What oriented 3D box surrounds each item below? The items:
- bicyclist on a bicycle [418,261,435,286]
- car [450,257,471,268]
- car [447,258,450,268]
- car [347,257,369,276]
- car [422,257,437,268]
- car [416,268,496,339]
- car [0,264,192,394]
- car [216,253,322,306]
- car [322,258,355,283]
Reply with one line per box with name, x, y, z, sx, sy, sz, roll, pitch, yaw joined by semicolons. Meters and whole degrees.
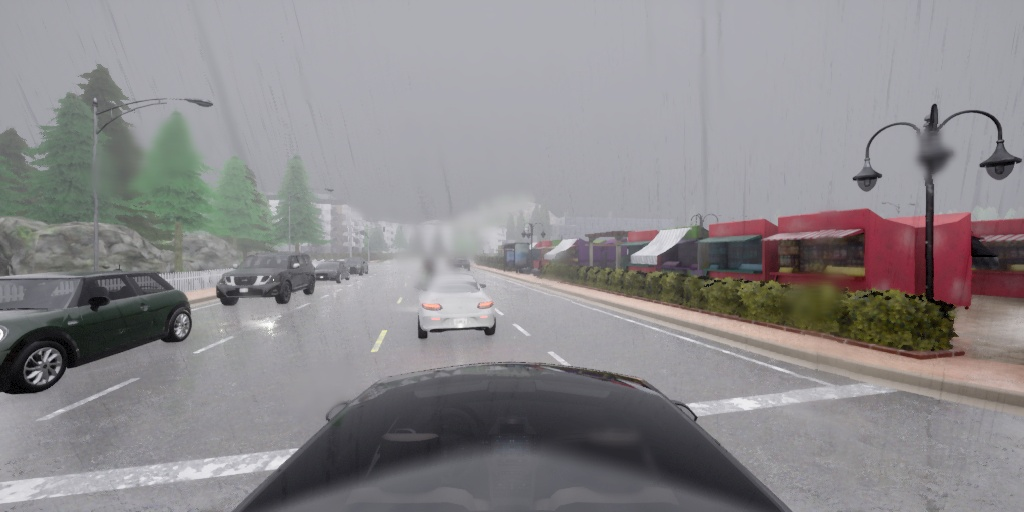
bicyclist on a bicycle;-4.626;1.079;19.737;0.582;1.620;1.656;0;1;24
car;-5.955;0.966;42.330;1.837;1.490;4.892;0;0;-14
car;-8.291;0.872;51.372;1.882;1.535;5.008;0;0;-14
car;-14.730;0.877;33.312;2.097;1.767;4.553;0;0;-14
car;-11.681;0.903;50.825;1.837;1.490;4.892;0;0;-14
car;-1.631;1.224;9.936;1.812;1.442;4.674;0;0;-13
car;-8.115;1.076;6.332;2.097;1.767;4.553;0;0;-13
car;-10.412;0.876;15.741;2.150;2.045;5.566;0;0;-14
car;-12.778;1.089;25.345;1.837;1.490;4.892;0;0;-14
